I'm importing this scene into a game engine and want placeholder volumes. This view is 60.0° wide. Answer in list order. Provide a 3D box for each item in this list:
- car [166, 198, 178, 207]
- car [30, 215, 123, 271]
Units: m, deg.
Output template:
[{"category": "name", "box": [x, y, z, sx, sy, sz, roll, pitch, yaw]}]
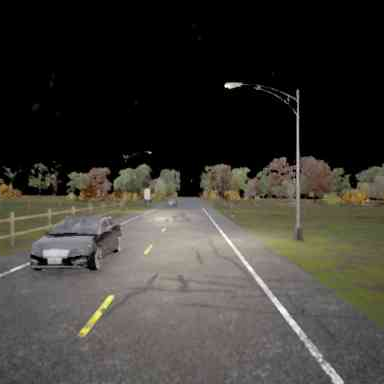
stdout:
[{"category": "car", "box": [-3.540, 1.814, 58.379, 2.128, 1.511, 4.902, 0, 0, 0]}, {"category": "car", "box": [-3.607, 1.551, 11.182, 2.128, 1.511, 4.902, 0, 0, 0]}]
